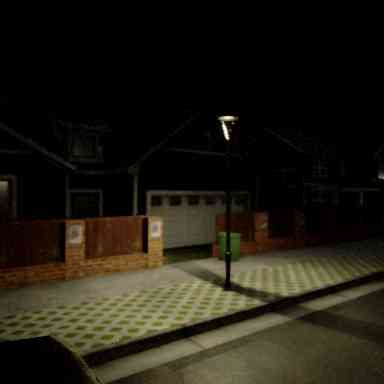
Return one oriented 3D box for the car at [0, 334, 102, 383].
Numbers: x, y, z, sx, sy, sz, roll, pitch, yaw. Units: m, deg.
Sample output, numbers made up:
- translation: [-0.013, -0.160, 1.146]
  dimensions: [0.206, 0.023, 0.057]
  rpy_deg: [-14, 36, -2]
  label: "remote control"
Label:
- translation: [-2.845, 1.539, 1.035]
  dimensions: [5.357, 1.411, 2.033]
  rpy_deg: [0, 0, -35]
  label: "car"
